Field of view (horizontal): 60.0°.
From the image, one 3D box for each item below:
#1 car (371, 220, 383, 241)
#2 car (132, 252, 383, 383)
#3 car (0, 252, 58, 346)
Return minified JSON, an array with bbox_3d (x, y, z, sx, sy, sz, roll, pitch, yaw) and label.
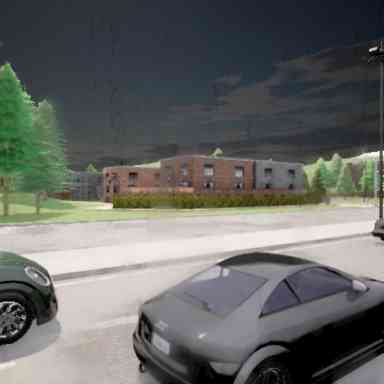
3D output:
[{"bbox_3d":[10.481,1.593,15.522,5.357,1.411,2.033,0,0,-35],"label":"car"},{"bbox_3d":[1.305,1.574,4.676,4.181,1.385,1.994,0,0,-36],"label":"car"},{"bbox_3d":[-4.447,1.350,4.868,4.553,1.767,2.097,0,0,-36],"label":"car"}]
